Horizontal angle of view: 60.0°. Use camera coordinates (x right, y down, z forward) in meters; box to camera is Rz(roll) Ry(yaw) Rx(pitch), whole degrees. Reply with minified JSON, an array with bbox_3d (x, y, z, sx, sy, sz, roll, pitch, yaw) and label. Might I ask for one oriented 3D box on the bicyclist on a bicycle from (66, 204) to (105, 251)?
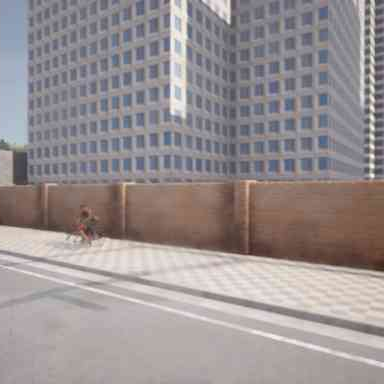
[{"bbox_3d":[-3.757,1.252,11.862,0.582,1.620,1.656,0,0,35],"label":"bicyclist on a bicycle"}]
